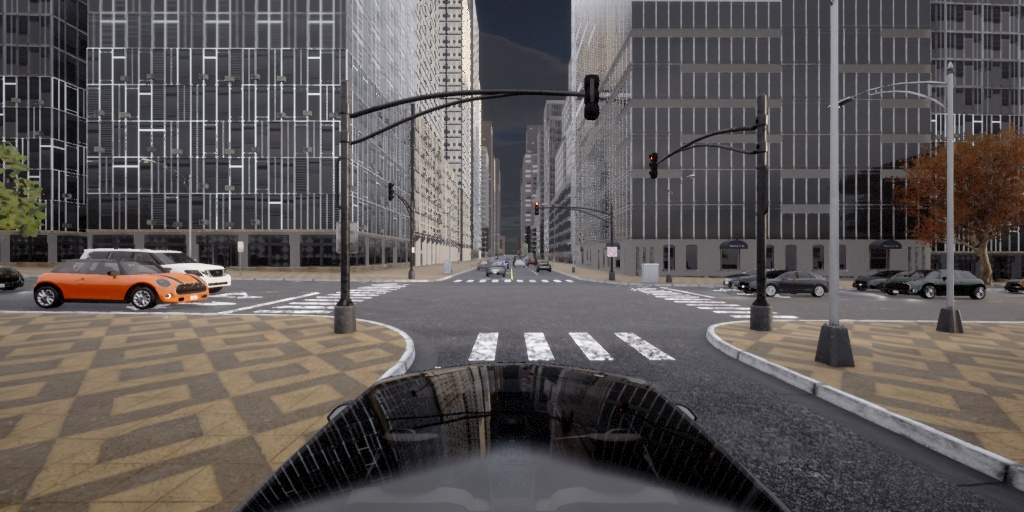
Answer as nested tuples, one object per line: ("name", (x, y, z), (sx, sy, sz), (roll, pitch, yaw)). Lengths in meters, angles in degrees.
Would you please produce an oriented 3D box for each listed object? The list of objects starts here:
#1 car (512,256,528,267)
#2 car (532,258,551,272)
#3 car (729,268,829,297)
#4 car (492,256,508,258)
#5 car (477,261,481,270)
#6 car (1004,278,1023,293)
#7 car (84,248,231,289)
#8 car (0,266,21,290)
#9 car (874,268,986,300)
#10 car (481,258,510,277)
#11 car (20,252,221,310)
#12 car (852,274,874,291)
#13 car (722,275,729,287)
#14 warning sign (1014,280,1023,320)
("car", (1.363, 1.277, 64.130), (1.812, 1.442, 4.674), (0, 0, 0))
("car", (3.949, 1.329, 45.336), (1.948, 1.339, 4.313), (0, 0, 0))
("car", (15.808, 1.564, 20.930), (4.892, 1.490, 1.837), (1, 0, -4))
("car", (-1.553, 0.979, 56.601), (2.150, 2.045, 5.566), (0, 0, -1))
("car", (-4.001, 1.343, 50.833), (1.802, 1.307, 4.207), (0, 0, 0))
("car", (37.737, 1.957, 25.165), (4.892, 1.490, 1.837), (1, 0, -2))
("car", (-15.928, 0.704, 16.009), (5.566, 2.045, 2.150), (1, 0, -3))
("car", (-24.623, 0.675, 15.615), (4.553, 1.767, 2.097), (1, 0, -3))
("car", (24.979, 1.576, 21.337), (4.553, 1.767, 2.097), (1, 0, -3))
("car", (-1.507, 1.260, 35.227), (2.128, 1.511, 4.902), (0, 0, 1))
("car", (-13.727, 0.876, 12.856), (4.553, 1.767, 2.097), (1, 0, -3))
("car", (26.281, 1.751, 24.651), (4.892, 1.490, 1.837), (1, 0, -3))
("car", (16.897, 1.570, 24.223), (4.902, 1.511, 2.128), (1, 0, -3))
("warning sign", (17.279, 1.204, 11.527), (1.060, 1.860, 1.300), (0, 0, -3))
